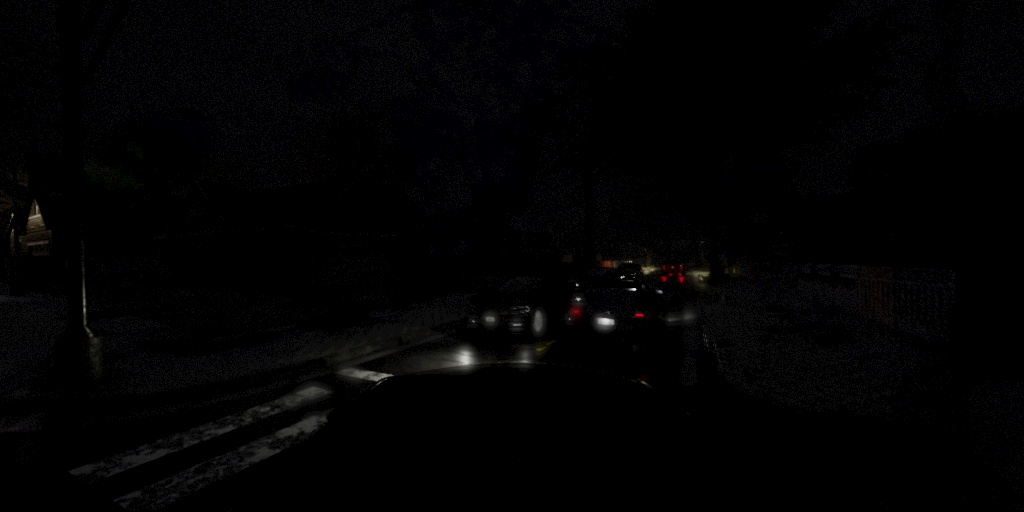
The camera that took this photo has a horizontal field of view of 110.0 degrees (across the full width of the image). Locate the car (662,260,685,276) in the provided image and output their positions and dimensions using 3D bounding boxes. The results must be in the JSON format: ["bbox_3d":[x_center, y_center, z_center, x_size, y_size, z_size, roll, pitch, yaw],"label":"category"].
[{"bbox_3d":[17.082,1.159,37.895,2.097,1.767,4.553,-1,-1,27],"label":"car"}]

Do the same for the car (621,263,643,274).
[{"bbox_3d":[9.403,1.309,28.897,1.837,1.490,4.892,-1,-1,27],"label":"car"}]

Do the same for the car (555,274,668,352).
[{"bbox_3d":[2.815,1.320,9.158,1.994,1.385,4.181,-1,0,26],"label":"car"}]

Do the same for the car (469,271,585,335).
[{"bbox_3d":[0.566,1.277,11.042,1.882,1.535,5.008,-1,0,26],"label":"car"}]

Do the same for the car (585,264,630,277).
[{"bbox_3d":[4.949,1.342,19.915,2.033,1.411,5.357,-1,0,25],"label":"car"}]
